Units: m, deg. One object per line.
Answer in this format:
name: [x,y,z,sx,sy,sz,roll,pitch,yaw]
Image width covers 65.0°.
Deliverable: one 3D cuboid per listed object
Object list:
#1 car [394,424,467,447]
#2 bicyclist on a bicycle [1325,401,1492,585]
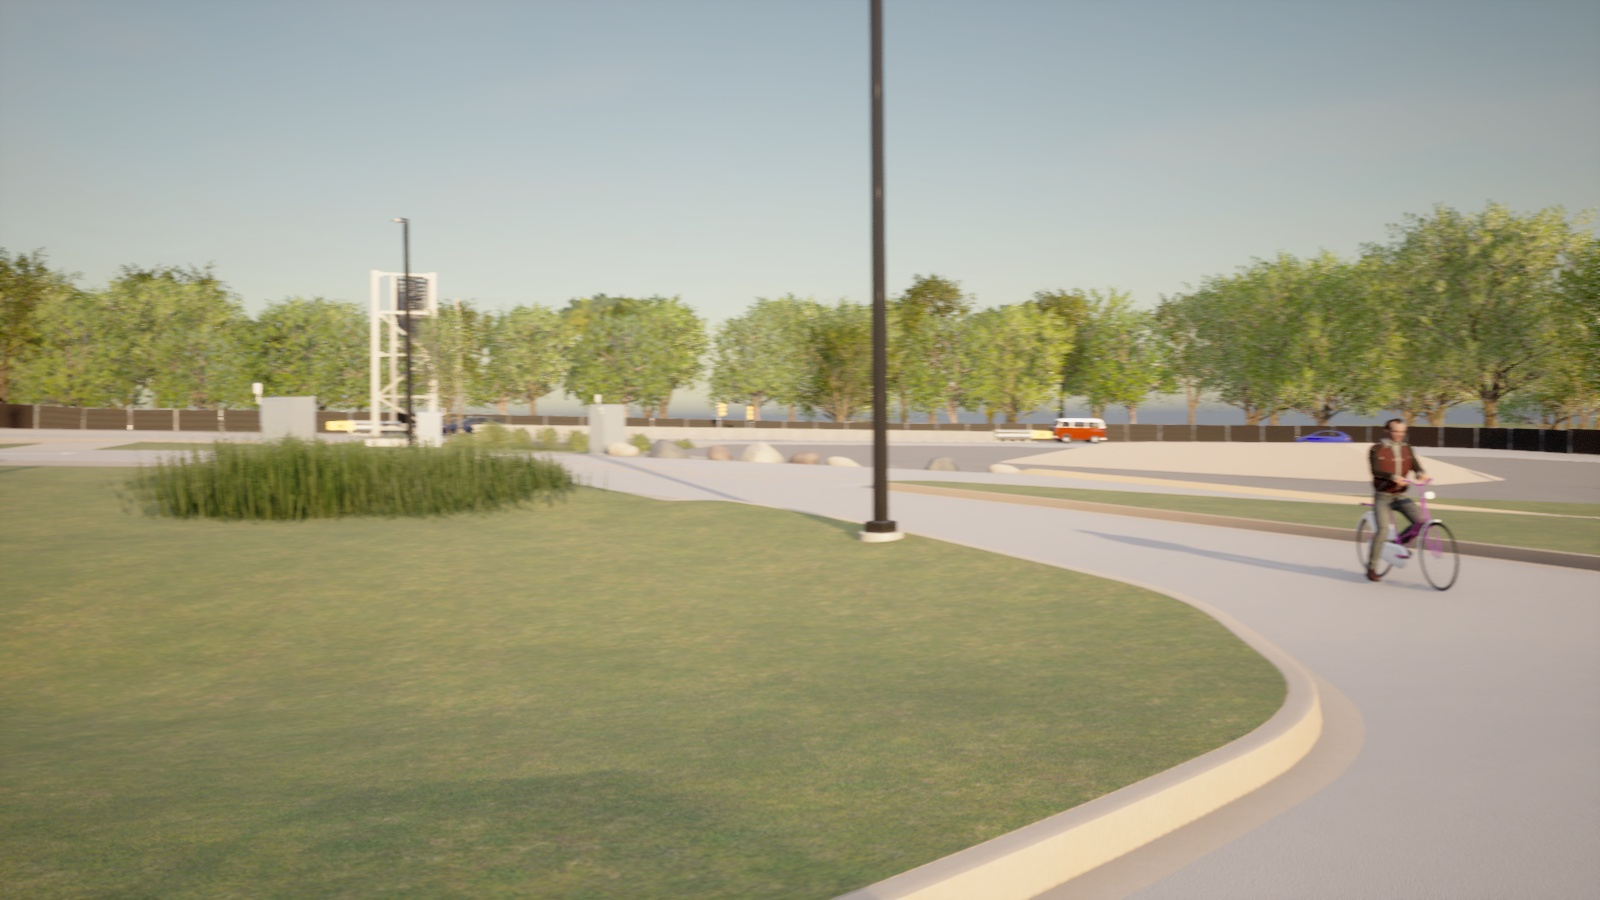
car: [-25.512,-1.024,86.816,4.792,1.488,2.163,-1,1,-16]
bicyclist on a bicycle: [6.357,0.410,13.239,0.659,1.776,1.843,-2,1,-7]
